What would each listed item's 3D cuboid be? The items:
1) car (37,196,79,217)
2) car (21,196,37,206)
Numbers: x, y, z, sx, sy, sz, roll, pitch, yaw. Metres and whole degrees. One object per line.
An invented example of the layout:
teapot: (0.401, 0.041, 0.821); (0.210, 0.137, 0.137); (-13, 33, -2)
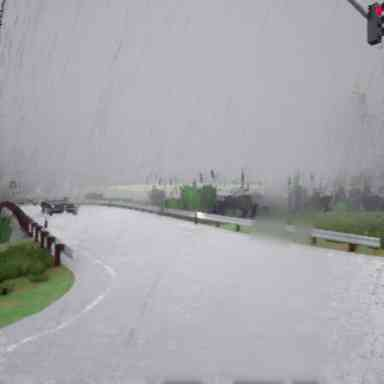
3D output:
car: (-9.411, 0.950, 23.522); (1.895, 1.301, 4.718); (-1, 2, -32)
car: (-21.485, 1.201, 43.864); (1.994, 1.385, 4.181); (-1, -2, -30)
